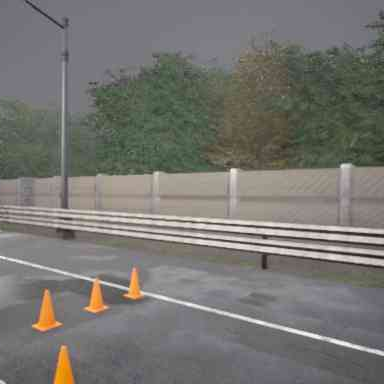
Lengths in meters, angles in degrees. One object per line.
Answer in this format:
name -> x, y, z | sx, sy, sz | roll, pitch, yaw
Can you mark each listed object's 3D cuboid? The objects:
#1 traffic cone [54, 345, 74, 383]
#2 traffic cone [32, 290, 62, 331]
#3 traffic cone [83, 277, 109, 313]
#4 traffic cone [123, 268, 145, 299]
traffic cone -> -1.368, 1.937, 3.543 | 0.340, 0.580, 0.340 | 0, 0, 36
traffic cone -> -2.407, 1.924, 5.523 | 0.340, 0.580, 0.340 | 0, 0, 36
traffic cone -> -1.823, 1.925, 6.334 | 0.340, 0.580, 0.340 | 0, 0, 36
traffic cone -> -1.239, 1.927, 7.146 | 0.340, 0.580, 0.340 | 0, 0, 36
